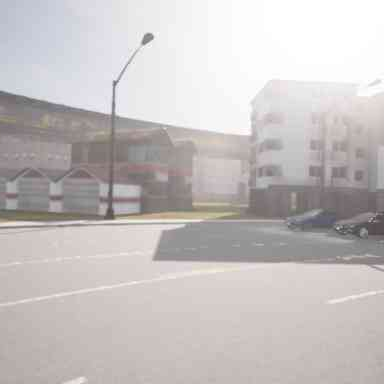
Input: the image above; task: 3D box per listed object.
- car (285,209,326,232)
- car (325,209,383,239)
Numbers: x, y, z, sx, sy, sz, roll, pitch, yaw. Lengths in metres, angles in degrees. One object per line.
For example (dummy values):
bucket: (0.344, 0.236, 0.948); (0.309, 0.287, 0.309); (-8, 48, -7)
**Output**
car: (8.652, 1.905, 22.705); (4.674, 1.442, 1.812); (2, -1, -15)
car: (10.762, 1.932, 19.673); (4.892, 1.490, 1.837); (2, -1, -13)
